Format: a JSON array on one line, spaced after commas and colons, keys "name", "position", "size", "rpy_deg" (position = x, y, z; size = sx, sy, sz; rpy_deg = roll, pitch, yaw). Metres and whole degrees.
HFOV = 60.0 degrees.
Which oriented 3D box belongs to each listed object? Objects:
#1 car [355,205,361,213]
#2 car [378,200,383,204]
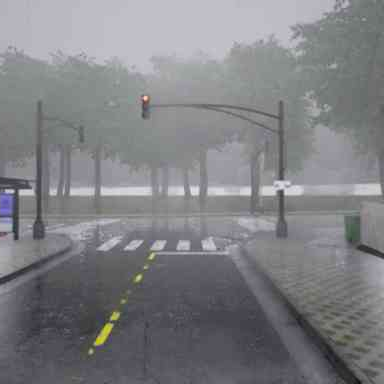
[{"name": "car", "position": [17.000, 1.357, 29.173], "size": [4.718, 1.301, 1.895], "rpy_deg": [-1, -1, 0]}, {"name": "car", "position": [17.672, 1.156, 25.925], "size": [5.008, 1.535, 1.882], "rpy_deg": [-1, -1, 0]}]
